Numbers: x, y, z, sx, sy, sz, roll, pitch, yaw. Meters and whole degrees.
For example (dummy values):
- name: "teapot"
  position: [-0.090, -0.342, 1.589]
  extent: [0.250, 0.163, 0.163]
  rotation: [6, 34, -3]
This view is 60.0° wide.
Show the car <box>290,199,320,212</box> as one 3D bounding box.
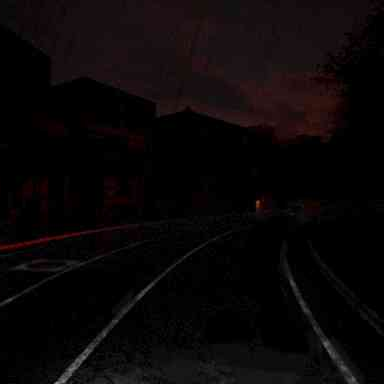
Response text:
- name: "car"
  position: [13.776, 1.614, 40.585]
  extent: [1.882, 1.535, 5.008]
  rotation: [-2, -1, 45]
